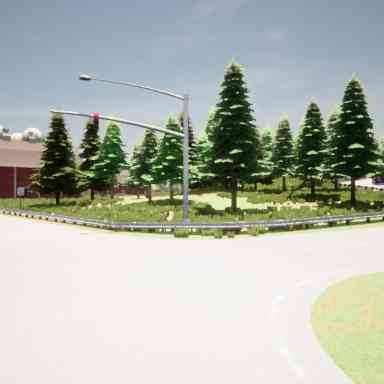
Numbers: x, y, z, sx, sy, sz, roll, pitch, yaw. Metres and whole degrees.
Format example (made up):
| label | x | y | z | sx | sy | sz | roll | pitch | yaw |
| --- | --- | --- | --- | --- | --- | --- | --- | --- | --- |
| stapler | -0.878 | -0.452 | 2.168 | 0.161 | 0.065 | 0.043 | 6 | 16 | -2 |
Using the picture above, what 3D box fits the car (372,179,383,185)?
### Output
| label | x | y | z | sx | sy | sz | roll | pitch | yaw |
| --- | --- | --- | --- | --- | --- | --- | --- | --- | --- |
| car | 29.087 | -1.914 | 51.437 | 1.837 | 1.490 | 4.892 | 0 | 5 | 21 |
